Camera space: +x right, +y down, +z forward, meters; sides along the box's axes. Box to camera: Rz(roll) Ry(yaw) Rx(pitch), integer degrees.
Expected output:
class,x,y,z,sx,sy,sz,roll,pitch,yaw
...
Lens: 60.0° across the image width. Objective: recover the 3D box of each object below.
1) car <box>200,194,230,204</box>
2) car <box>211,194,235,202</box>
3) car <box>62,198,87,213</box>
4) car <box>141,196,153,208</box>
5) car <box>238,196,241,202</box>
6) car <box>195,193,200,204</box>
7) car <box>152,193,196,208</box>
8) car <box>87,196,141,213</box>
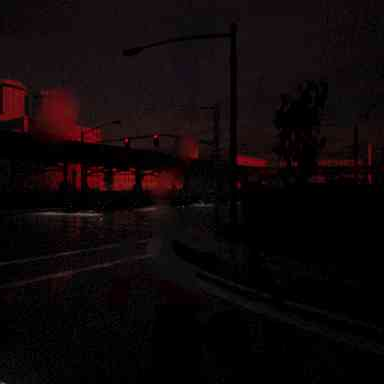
class,x,y,z,sx,sy,sz,roll,pitch,yaw
car,3.707,1.093,50.254,1.812,1.442,4.674,0,1,37
car,5.453,1.020,58.325,1.895,1.301,4.718,0,1,38
car,-11.619,1.387,35.811,1.812,1.442,4.674,0,1,37
car,-6.095,1.243,43.110,2.128,1.511,4.902,0,1,37
car,9.703,0.918,58.114,2.033,1.411,5.357,0,1,38
car,-0.572,0.962,50.399,2.097,1.767,4.553,0,1,37
car,-2.176,1.275,42.490,2.033,1.411,5.357,0,1,37
car,-8.053,1.349,34.721,1.837,1.490,4.892,0,1,37
